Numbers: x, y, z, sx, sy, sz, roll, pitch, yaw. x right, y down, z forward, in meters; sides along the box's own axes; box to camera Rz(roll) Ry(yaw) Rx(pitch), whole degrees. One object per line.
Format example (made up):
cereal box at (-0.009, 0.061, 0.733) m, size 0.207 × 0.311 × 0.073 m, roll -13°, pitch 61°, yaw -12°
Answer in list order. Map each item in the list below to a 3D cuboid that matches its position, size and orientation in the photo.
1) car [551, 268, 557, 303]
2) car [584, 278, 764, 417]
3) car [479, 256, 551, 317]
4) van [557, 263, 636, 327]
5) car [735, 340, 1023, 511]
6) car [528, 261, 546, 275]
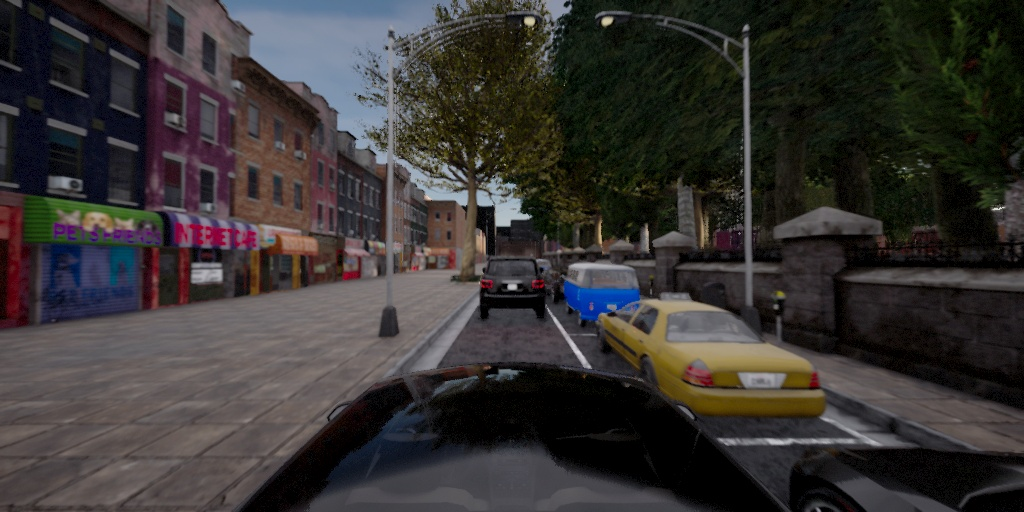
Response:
car at (2.635, 1.376, 16.838) m, size 1.948 × 1.339 × 4.313 m, roll 0°, pitch 0°, yaw 0°
car at (2.638, 1.291, 6.109) m, size 1.751 × 1.417 × 4.829 m, roll 0°, pitch 0°, yaw 0°
car at (0.031, 1.019, 13.449) m, size 2.150 × 2.045 × 5.566 m, roll 0°, pitch 0°, yaw 0°
van at (2.637, 1.128, 11.388) m, size 1.690 × 1.789 × 3.998 m, roll 0°, pitch 0°, yaw 0°
car at (2.639, 1.311, 0.490) m, size 1.948 × 1.339 × 4.313 m, roll 0°, pitch 0°, yaw 0°
car at (3.015, 1.399, 43.657) m, size 1.801 × 1.575 × 5.366 m, roll 0°, pitch 0°, yaw 0°
